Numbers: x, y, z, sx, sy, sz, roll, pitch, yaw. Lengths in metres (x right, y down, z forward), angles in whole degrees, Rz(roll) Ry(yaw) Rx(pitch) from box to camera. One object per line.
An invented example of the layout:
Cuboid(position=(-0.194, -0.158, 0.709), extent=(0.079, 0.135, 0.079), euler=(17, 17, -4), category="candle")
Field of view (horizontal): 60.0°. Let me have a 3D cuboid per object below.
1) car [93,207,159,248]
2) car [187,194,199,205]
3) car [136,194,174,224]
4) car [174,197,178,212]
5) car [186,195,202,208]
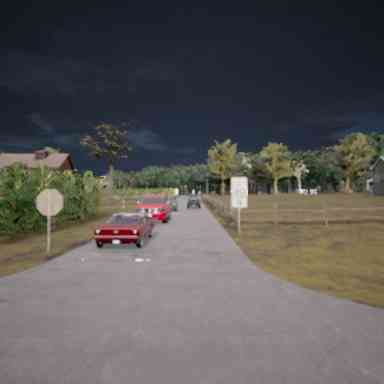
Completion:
Cuboid(position=(-2.839, 1.590, 14.860), extent=(1.895, 1.301, 4.718), euler=(0, 0, 1), category="car")
Cuboid(position=(0.177, 1.256, 57.597), extent=(2.097, 1.767, 4.553), euler=(0, 0, 0), category="car")
Cuboid(position=(-2.780, 1.183, 24.682), extent=(2.150, 2.045, 5.566), euler=(0, 1, 0), category="car")
Cuboid(position=(-2.711, 1.290, 37.983), extent=(2.097, 1.767, 4.553), euler=(0, 0, 1), category="car")
Cuboid(position=(0.227, 1.434, 45.525), extent=(1.837, 1.490, 4.892), euler=(0, 0, 0), category="car")
